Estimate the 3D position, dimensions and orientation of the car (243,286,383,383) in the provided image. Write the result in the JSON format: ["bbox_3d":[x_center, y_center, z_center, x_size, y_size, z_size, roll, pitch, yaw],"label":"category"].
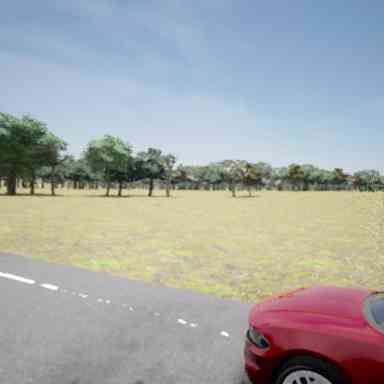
[{"bbox_3d":[2.941,1.534,2.991,5.008,1.535,1.882,2,1,30],"label":"car"}]
